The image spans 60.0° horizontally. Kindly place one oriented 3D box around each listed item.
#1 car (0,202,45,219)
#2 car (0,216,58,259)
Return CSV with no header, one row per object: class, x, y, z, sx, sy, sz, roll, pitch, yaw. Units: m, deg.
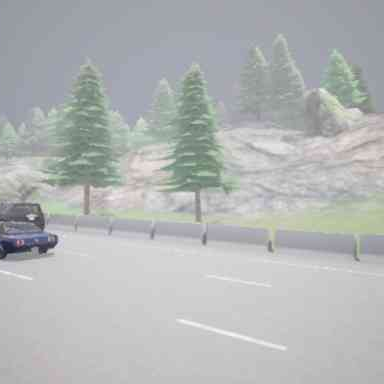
car,-11.530,1.631,20.986,5.566,2.045,2.150,0,-2,36
car,-7.784,1.897,13.997,4.718,1.301,1.895,0,-2,36
